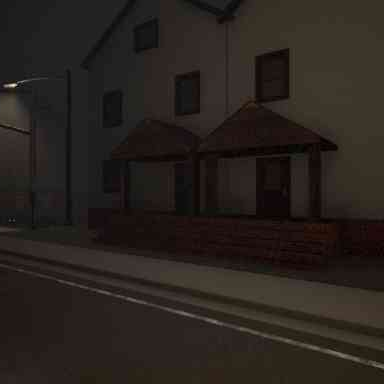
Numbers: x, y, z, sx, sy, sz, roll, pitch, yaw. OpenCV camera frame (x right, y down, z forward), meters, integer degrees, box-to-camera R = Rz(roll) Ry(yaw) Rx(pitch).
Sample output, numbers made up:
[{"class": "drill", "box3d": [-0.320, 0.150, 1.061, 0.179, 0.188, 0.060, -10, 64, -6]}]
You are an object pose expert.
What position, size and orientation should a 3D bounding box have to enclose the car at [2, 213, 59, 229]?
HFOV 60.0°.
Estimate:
[{"class": "car", "box3d": [-14.758, 2.706, 30.728, 1.837, 1.490, 4.892, 0, -9, 36]}]
